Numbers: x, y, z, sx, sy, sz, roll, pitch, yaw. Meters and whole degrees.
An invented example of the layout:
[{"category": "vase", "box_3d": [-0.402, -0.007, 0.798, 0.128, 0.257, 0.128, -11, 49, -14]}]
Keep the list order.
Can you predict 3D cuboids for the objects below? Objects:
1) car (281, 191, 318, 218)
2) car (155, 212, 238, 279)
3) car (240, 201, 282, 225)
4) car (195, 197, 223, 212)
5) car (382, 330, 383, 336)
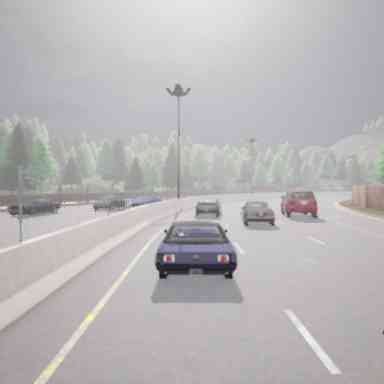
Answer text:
[{"category": "car", "box_3d": [8.344, 0.894, 26.195, 2.150, 2.045, 5.566, 0, 1, 9]}, {"category": "car", "box_3d": [0.111, 1.479, 9.642, 1.895, 1.301, 4.718, 0, 1, 0]}, {"category": "car", "box_3d": [4.150, 1.280, 21.318, 2.033, 1.411, 5.357, 0, 1, 6]}, {"category": "car", "box_3d": [1.437, 1.154, 27.004, 2.128, 1.511, 4.902, 0, 1, 8]}, {"category": "car", "box_3d": [3.599, 1.527, 2.837, 1.994, 1.385, 4.181, 0, 1, 0]}]
